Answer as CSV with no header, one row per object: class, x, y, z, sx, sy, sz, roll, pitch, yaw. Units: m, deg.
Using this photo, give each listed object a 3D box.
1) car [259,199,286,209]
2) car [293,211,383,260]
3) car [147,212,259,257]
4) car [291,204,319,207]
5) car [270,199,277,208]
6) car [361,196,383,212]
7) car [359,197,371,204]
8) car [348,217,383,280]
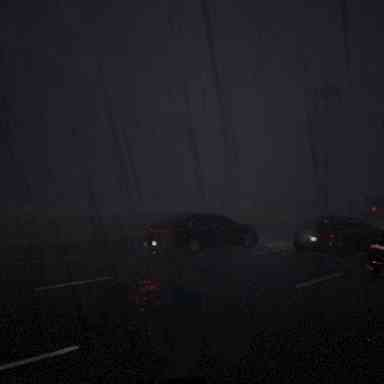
car,11.648,1.716,47.921,1.994,1.385,4.181,0,0,41
car,5.762,1.608,12.832,4.181,1.385,1.994,0,0,-39
car,0.578,1.543,13.133,4.892,1.490,1.837,0,0,-38
car,13.731,1.695,39.803,1.994,1.385,4.181,0,0,43
car,11.742,1.684,42.745,2.033,1.411,5.357,0,0,43
car,14.986,1.314,25.752,5.566,2.045,2.150,0,0,-44
car,37.856,1.728,72.564,2.033,1.411,5.357,0,0,31
car,6.511,1.525,8.916,4.902,1.511,2.128,0,0,-38
